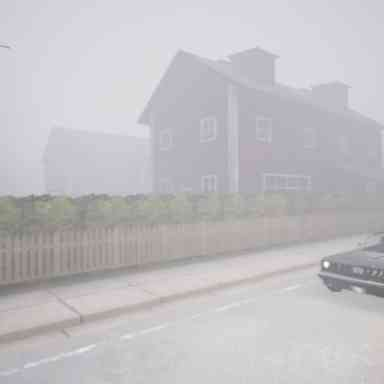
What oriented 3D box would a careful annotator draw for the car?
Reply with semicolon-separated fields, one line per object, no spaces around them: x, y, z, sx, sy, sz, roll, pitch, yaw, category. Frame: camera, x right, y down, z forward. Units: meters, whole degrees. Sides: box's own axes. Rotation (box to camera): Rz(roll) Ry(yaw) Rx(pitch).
5.073;1.663;8.076;4.718;1.301;1.895;0;-1;-38;car
